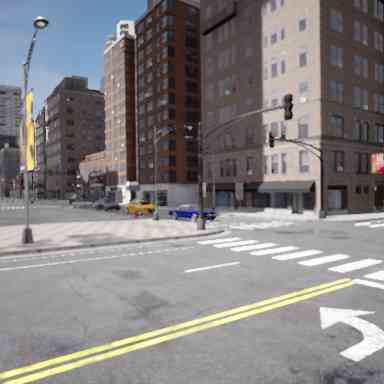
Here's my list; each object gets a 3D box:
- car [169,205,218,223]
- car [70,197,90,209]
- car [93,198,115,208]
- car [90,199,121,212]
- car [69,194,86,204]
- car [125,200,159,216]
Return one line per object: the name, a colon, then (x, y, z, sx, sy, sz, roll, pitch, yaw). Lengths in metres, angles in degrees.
car: (0.037, 1.709, 27.352, 1.895, 1.301, 4.718, -1, 0, -35)
car: (-16.734, 1.811, 51.254, 1.895, 1.301, 4.718, -1, 0, -35)
car: (-13.996, 1.723, 52.828, 1.994, 1.385, 4.181, -1, 0, -34)
car: (-10.998, 1.722, 43.042, 2.033, 1.411, 5.357, -1, 0, -35)
car: (-22.027, 1.434, 64.246, 2.150, 2.045, 5.566, -1, 0, -35)
car: (-5.315, 1.618, 34.958, 1.882, 1.535, 5.008, -1, 0, -35)
